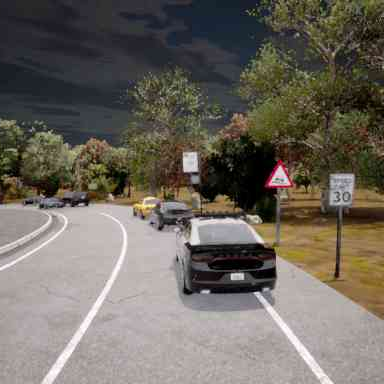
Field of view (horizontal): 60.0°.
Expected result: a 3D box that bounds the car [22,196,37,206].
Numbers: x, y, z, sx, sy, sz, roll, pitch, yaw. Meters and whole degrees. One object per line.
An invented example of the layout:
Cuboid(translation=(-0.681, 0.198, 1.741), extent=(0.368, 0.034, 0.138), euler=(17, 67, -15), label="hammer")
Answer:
Cuboid(translation=(-25.157, 1.393, 53.045), extent=(4.902, 1.511, 2.128), euler=(-2, 3, 34), label="car")

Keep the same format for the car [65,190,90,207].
Cuboid(translation=(-15.428, 0.863, 43.657), extent=(2.150, 2.045, 5.566), euler=(-5, 3, -41), label="car")

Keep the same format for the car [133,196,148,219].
Cuboid(translation=(-3.227, 1.076, 25.015), extent=(1.801, 1.575, 5.366), euler=(-2, 1, -20), label="car")

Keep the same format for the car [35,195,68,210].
Cuboid(translation=(-16.940, 1.410, 39.983), extent=(1.994, 1.385, 4.181), euler=(-5, 2, -39), label="car")

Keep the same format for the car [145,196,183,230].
Cuboid(translation=(-1.262, 1.216, 18.863), extent=(1.837, 1.490, 4.892), euler=(-2, 1, -15), label="car")

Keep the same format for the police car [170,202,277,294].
Cuboid(translation=(0.582, 1.309, 8.694), extent=(1.930, 1.638, 5.238), euler=(-1, 1, -6), label="police car")
